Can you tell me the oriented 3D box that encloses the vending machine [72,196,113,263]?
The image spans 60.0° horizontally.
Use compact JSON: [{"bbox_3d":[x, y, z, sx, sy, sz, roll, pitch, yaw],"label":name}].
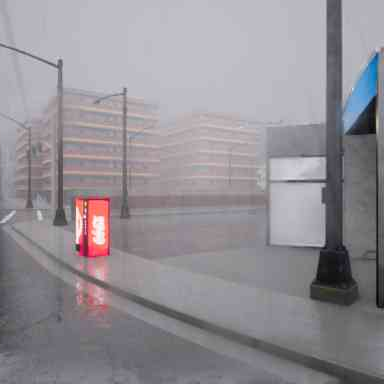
[{"bbox_3d":[-3.349,1.192,11.238,1.100,2.100,0.880,0,0,-36],"label":"vending machine"}]
